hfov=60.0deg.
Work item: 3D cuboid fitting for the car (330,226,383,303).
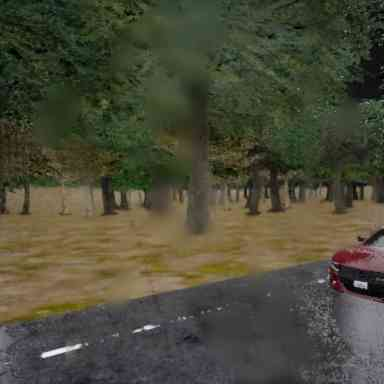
[{"bbox_3d":[5.197,1.457,7.700,5.008,1.535,1.882,0,0,-35],"label":"car"}]
